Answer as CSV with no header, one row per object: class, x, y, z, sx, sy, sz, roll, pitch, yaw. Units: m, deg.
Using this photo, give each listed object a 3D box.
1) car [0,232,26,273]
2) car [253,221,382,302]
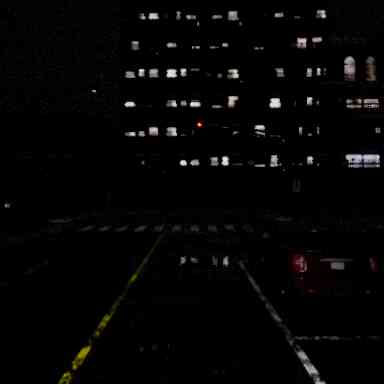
car,-5.816,1.498,7.993,1.752,1.417,4.829,1,0,0
car,2.750,1.412,8.219,1.967,1.590,4.097,1,0,0
